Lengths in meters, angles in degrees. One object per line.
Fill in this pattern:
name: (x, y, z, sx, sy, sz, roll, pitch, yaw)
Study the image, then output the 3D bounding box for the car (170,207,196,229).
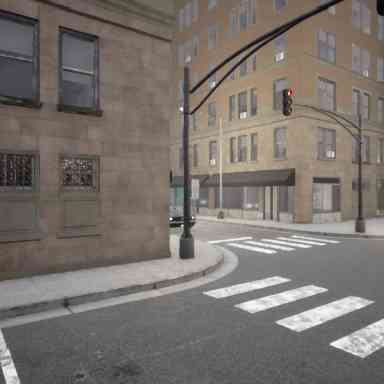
car: (-1.779, 1.502, 19.818, 1.895, 1.301, 4.718, 0, 0, -36)
